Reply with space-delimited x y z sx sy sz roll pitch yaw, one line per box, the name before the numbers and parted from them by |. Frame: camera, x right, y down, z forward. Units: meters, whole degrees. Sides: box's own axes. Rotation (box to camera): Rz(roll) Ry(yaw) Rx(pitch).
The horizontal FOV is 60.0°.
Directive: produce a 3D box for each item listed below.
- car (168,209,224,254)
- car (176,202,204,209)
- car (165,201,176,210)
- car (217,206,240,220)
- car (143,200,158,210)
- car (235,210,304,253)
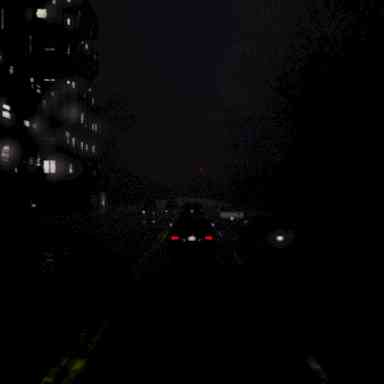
car | -0.002 1.680 13.991 2.033 1.411 5.357 0 -1 0
car | -0.003 1.626 29.074 2.097 1.767 4.553 0 -1 0
car | -3.265 2.058 52.750 2.033 1.411 5.357 0 -1 0
car | 3.245 1.877 29.111 1.895 1.301 4.718 0 -1 0
car | -6.517 2.021 52.444 1.837 1.490 4.892 0 -1 0
car | 3.252 1.699 14.293 1.994 1.385 4.181 0 0 0
